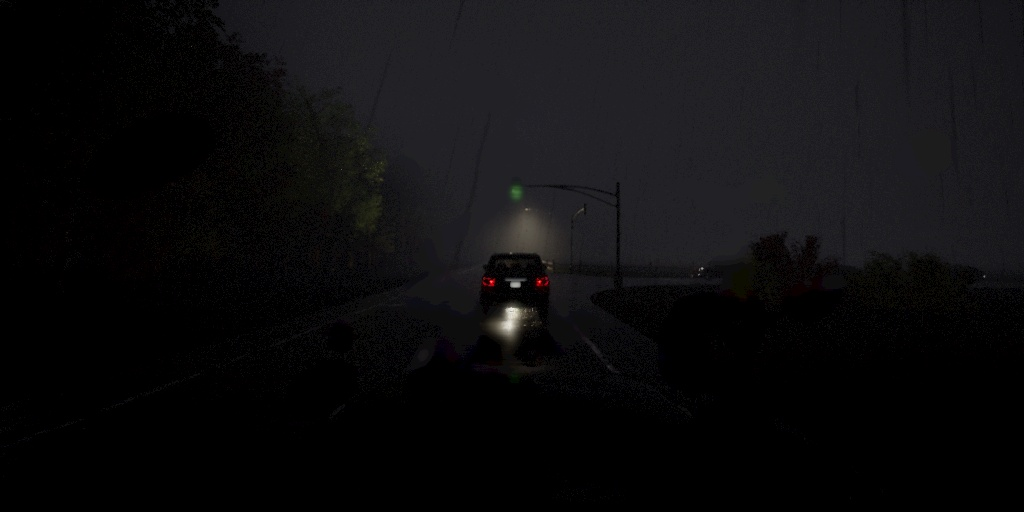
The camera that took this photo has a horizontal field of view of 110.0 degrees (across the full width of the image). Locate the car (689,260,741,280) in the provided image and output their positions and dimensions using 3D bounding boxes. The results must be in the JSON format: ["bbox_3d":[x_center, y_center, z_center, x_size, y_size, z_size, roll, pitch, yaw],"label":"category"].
[{"bbox_3d":[17.758,1.164,30.824,4.553,1.767,2.097,1,-1,1],"label":"car"}]

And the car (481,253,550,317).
[{"bbox_3d":[0.109,0.902,13.028,2.150,2.045,5.566,0,0,0],"label":"car"}]

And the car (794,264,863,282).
[{"bbox_3d":[26.982,1.391,30.748,5.008,1.535,1.882,1,-1,1],"label":"car"}]

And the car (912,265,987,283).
[{"bbox_3d":[37.306,1.518,30.694,4.902,1.511,2.128,1,-1,0],"label":"car"}]
